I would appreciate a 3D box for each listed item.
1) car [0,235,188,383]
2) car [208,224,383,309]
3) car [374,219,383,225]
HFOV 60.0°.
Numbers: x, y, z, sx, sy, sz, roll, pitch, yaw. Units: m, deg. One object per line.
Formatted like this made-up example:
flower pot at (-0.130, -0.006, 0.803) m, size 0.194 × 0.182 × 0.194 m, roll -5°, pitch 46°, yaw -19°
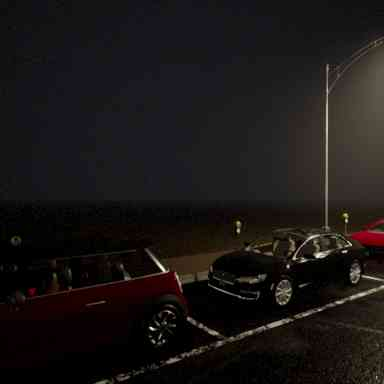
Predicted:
car at (-2.140, 1.440, 4.560) m, size 4.097 × 1.590 × 1.967 m, roll 0°, pitch 1°, yaw -35°
car at (2.366, 1.552, 7.775) m, size 4.403 × 1.369 × 2.008 m, roll 0°, pitch 1°, yaw -35°
car at (6.874, 1.547, 10.990) m, size 4.507 × 1.381 × 1.887 m, roll 0°, pitch 1°, yaw -35°
